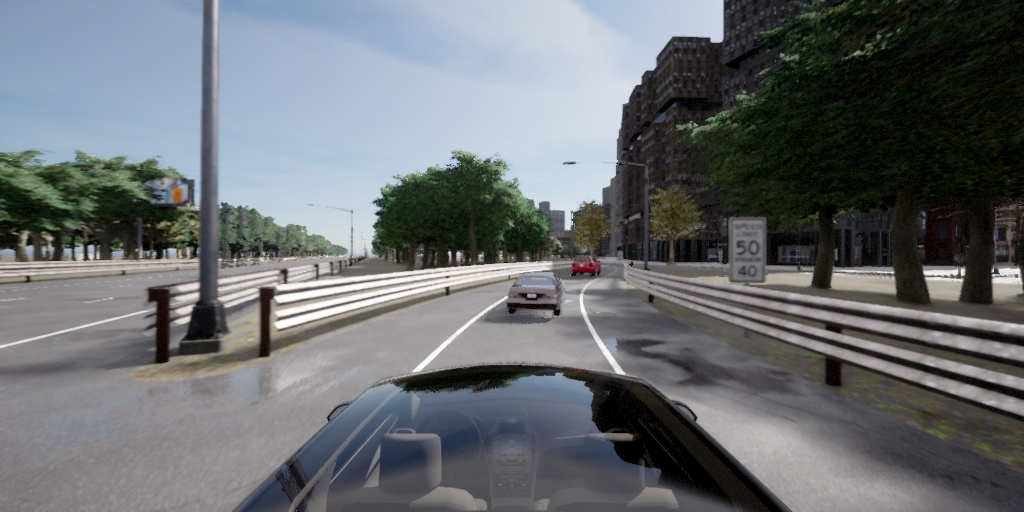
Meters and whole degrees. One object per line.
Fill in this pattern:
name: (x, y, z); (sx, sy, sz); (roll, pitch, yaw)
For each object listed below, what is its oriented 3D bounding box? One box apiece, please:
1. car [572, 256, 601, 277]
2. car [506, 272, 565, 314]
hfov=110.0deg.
car: (7.522, 1.014, 36.085); (2.150, 2.045, 5.566); (0, 0, 22)
car: (1.012, 1.301, 13.801); (2.033, 1.411, 5.357); (0, 0, 9)
